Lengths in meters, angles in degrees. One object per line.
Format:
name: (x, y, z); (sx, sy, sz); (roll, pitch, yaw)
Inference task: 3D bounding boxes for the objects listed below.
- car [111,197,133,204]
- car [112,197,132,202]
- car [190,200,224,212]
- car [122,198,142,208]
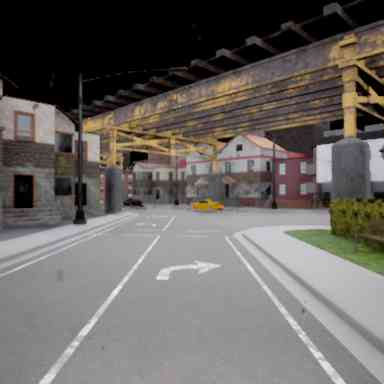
car: (-16.799, 1.966, 79.707); (4.974, 1.542, 2.038); (0, 0, -15)
car: (-16.749, 1.809, 79.721); (4.536, 1.218, 1.853); (0, 0, -15)
car: (1.872, 1.758, 43.531); (1.882, 1.535, 5.008); (0, 0, -45)
car: (-10.283, 1.865, 55.843); (1.837, 1.490, 4.892); (0, 0, -45)
